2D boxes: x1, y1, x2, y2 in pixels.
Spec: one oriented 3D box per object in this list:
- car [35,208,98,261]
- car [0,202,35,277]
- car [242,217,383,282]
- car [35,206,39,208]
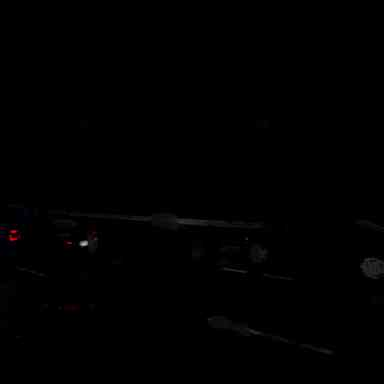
[{"bbox_3d":[-5.409,1.518,12.303,4.674,1.442,1.812,0,0,36],"label":"car"},{"bbox_3d":[-6.815,1.216,8.996,5.566,2.045,2.150,0,0,36],"label":"car"},{"bbox_3d":[3.892,1.472,9.834,5.008,1.535,1.882,0,0,36],"label":"car"},{"bbox_3d":[-10.822,1.466,20.598,5.008,1.535,1.882,0,0,36],"label":"car"}]
